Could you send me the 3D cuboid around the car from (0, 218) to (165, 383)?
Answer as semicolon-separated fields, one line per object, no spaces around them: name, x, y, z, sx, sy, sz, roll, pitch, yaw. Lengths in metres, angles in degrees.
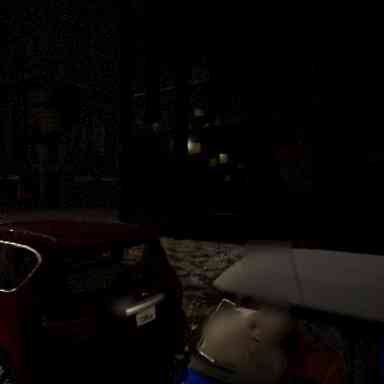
car;-2.401;1.317;4.686;5.009;1.841;2.192;0;1;35

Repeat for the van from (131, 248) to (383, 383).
van;1.740;1.341;1.732;3.998;1.788;1.690;0;1;35
